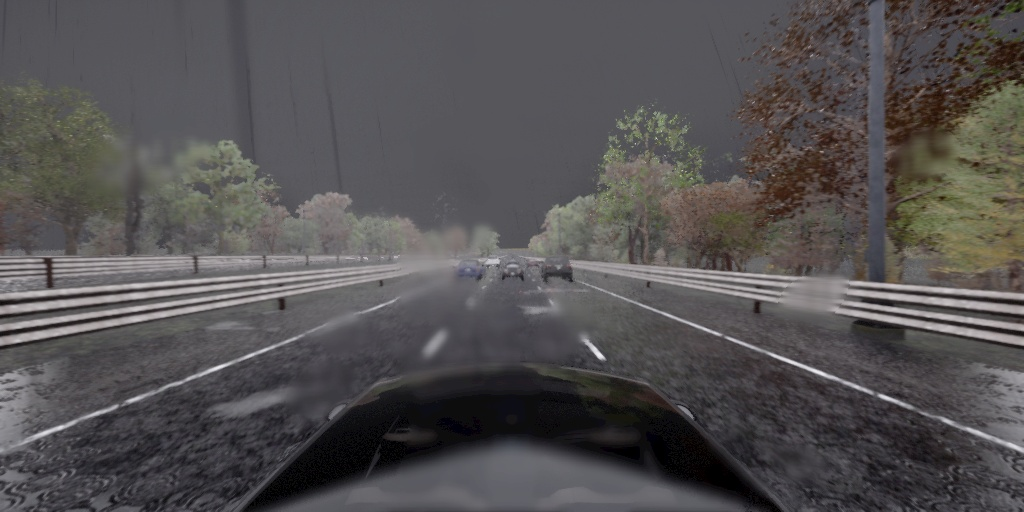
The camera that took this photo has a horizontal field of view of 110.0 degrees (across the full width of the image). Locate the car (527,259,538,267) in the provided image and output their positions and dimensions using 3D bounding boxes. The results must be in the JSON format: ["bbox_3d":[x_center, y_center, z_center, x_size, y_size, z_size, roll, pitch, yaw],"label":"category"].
[{"bbox_3d":[3.626,1.273,64.823,1.812,1.442,4.674,0,0,0],"label":"car"}]

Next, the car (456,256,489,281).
[{"bbox_3d":[-3.427,1.100,30.373,2.097,1.767,4.553,0,0,1],"label":"car"}]

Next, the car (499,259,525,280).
[{"bbox_3d":[0.081,1.273,31.517,1.812,1.442,4.674,0,0,0],"label":"car"}]

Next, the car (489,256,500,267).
[{"bbox_3d":[-3.371,0.964,65.092,2.150,2.045,5.566,0,-1,0],"label":"car"}]

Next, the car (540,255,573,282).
[{"bbox_3d":[3.561,0.971,29.137,2.150,2.045,5.566,0,0,1],"label":"car"}]
